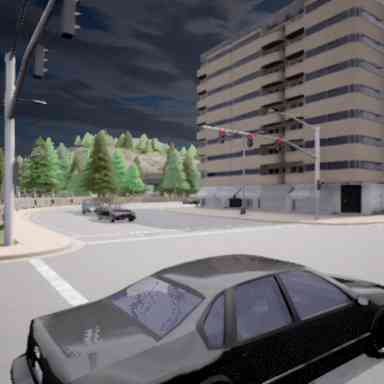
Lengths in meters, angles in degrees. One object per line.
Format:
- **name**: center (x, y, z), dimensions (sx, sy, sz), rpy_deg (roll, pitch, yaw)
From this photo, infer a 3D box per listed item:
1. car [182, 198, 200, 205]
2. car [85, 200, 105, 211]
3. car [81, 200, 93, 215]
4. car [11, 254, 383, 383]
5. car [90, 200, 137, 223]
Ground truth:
- **car**: center (0.217, 2.031, 71.516), dimensions (2.033, 1.411, 5.357), rpy_deg (0, -1, 40)
- **car**: center (-13.502, 1.850, 46.601), dimensions (1.895, 1.301, 4.718), rpy_deg (0, 0, -5)
- **car**: center (-11.087, 1.675, 36.637), dimensions (2.128, 1.511, 4.902), rpy_deg (0, 0, -20)
- **car**: center (0.748, 1.566, 4.296), dimensions (5.357, 1.411, 2.033), rpy_deg (0, 0, -35)
- **car**: center (-6.391, 1.680, 27.505), dimensions (2.033, 1.411, 5.357), rpy_deg (1, -1, -33)
